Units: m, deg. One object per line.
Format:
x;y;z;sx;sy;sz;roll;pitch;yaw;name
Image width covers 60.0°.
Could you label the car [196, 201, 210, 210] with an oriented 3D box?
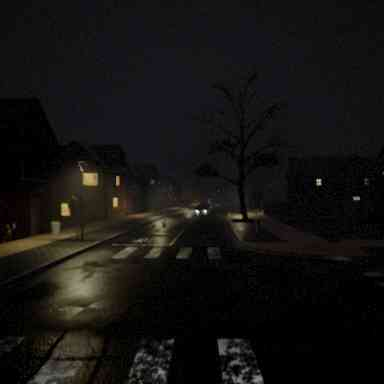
1.860;2.270;55.522;2.033;1.411;5.357;0;-1;9;car
